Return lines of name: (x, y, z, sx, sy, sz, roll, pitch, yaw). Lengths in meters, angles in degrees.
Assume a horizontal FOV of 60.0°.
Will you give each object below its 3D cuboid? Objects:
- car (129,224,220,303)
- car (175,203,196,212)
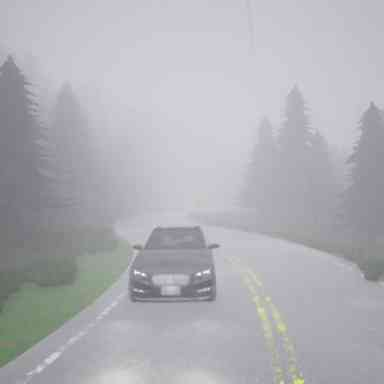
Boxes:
car: (-0.365, 1.655, 8.743, 2.128, 1.511, 4.902, -1, -1, 1)
car: (-0.936, 2.530, 54.013, 1.812, 1.442, 4.674, 1, 0, 29)
